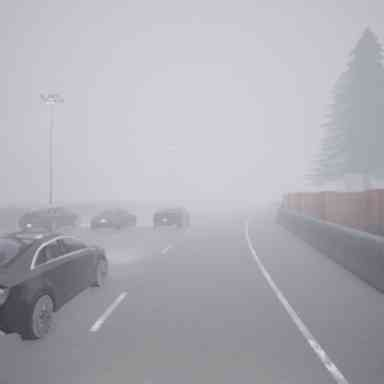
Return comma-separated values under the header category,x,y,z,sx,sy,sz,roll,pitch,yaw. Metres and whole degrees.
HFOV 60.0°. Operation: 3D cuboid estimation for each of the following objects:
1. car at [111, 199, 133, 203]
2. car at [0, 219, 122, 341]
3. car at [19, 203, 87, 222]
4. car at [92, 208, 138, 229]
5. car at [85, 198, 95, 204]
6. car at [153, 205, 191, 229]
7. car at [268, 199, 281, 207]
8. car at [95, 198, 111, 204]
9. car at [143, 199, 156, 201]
category,x,y,z,sx,sy,sz,roll,pitch,yaw
car,-12.482,2.006,61.756,1.994,1.385,4.181,0,0,22
car,-3.144,1.533,6.601,2.128,1.511,4.902,0,0,3
car,-8.782,1.639,21.000,1.837,1.490,4.892,0,0,8
car,-5.065,1.721,22.125,1.994,1.385,4.181,0,0,9
car,-18.855,1.967,64.722,1.812,1.442,4.674,0,0,22
car,-1.318,1.660,23.489,1.882,1.535,5.008,0,0,9
car,15.078,2.065,60.662,1.812,1.442,4.674,0,-1,25
car,-15.571,1.990,63.499,2.033,1.411,5.357,0,0,22
car,-8.214,2.015,62.950,2.033,1.411,5.357,0,0,22
